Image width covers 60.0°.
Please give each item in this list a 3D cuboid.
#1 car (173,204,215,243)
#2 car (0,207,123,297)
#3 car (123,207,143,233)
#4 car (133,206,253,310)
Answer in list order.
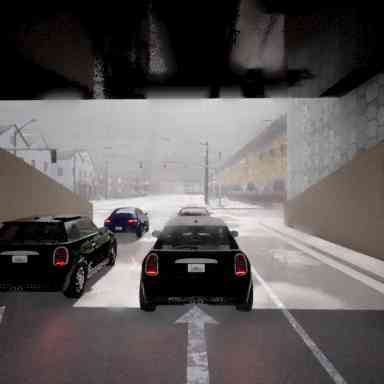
[{"bbox_3d":[0.089,1.478,17.223,1.882,1.535,5.008,0,0,0],"label":"car"},{"bbox_3d":[-3.414,1.352,8.718,2.097,1.767,4.553,0,0,0],"label":"car"},{"bbox_3d":[-3.411,1.526,17.769,1.812,1.442,4.674,0,0,0],"label":"car"},{"bbox_3d":[0.080,1.352,7.955,2.097,1.767,4.553,0,0,0],"label":"car"}]
